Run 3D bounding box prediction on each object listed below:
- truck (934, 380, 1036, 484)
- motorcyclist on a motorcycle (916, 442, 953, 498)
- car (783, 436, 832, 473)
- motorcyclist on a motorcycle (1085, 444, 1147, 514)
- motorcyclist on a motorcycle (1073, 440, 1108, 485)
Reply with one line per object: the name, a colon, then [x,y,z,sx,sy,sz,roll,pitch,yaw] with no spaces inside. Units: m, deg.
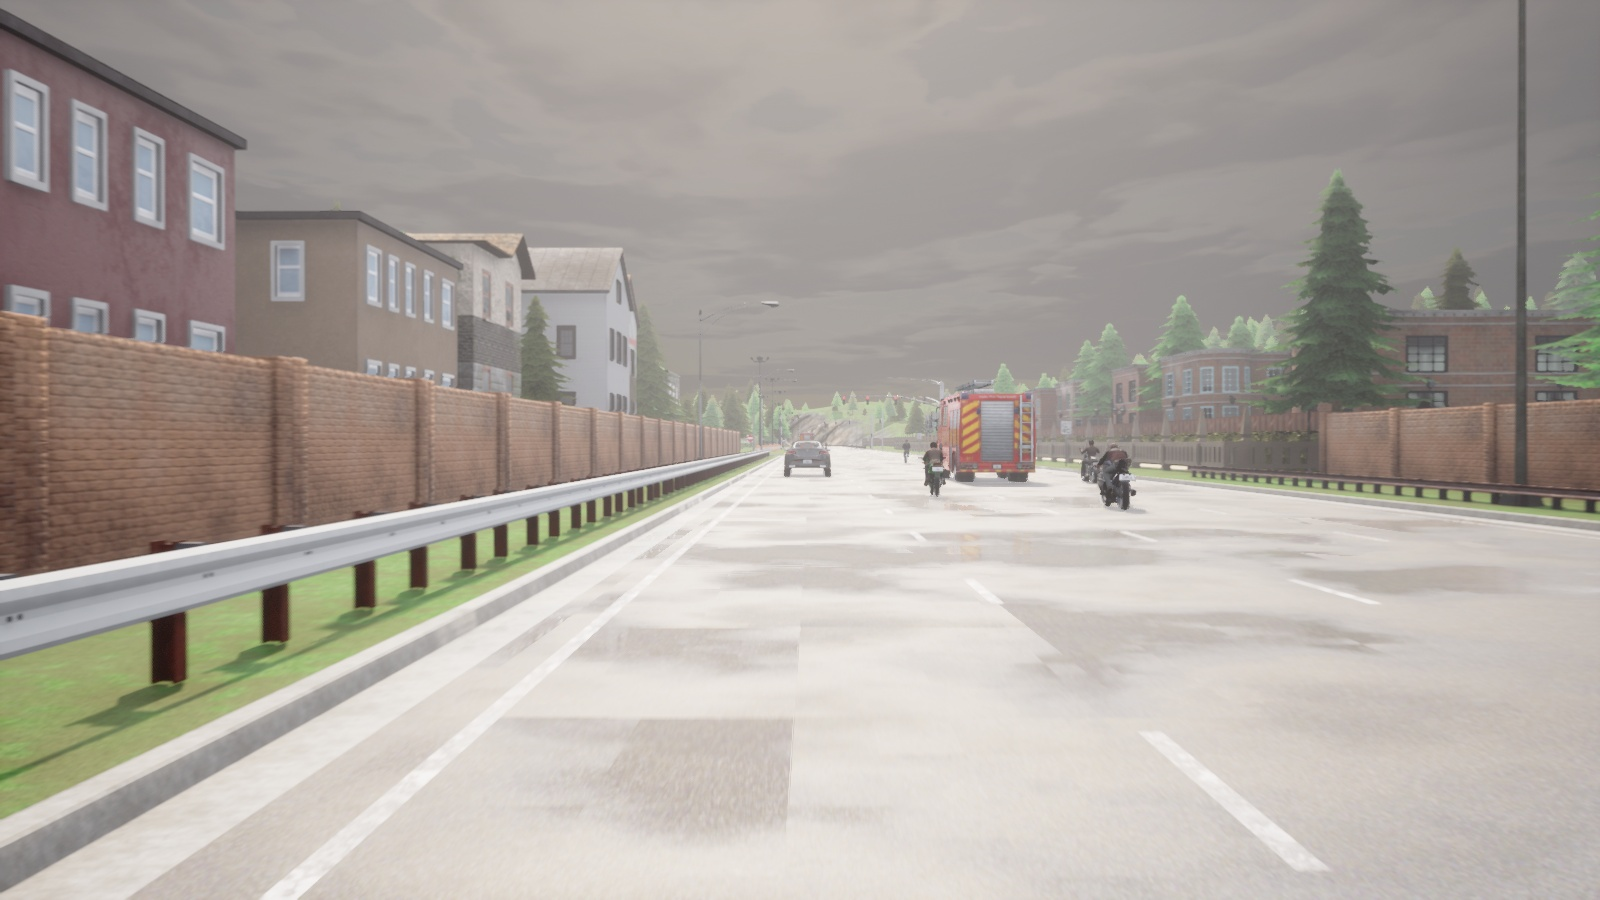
truck: [7.305,-0.697,50.719,2.891,3.827,8.468,0,0,0]
motorcyclist on a motorcycle: [3.713,0.536,34.796,0.797,1.523,2.044,0,0,0]
car: [0.346,0.198,58.250,2.152,1.651,5.027,0,0,0]
motorcyclist on a motorcycle: [7.187,0.626,28.674,0.866,1.530,2.191,0,0,0]
motorcyclist on a motorcycle: [10.781,0.443,46.694,0.766,1.649,2.350,0,0,0]
